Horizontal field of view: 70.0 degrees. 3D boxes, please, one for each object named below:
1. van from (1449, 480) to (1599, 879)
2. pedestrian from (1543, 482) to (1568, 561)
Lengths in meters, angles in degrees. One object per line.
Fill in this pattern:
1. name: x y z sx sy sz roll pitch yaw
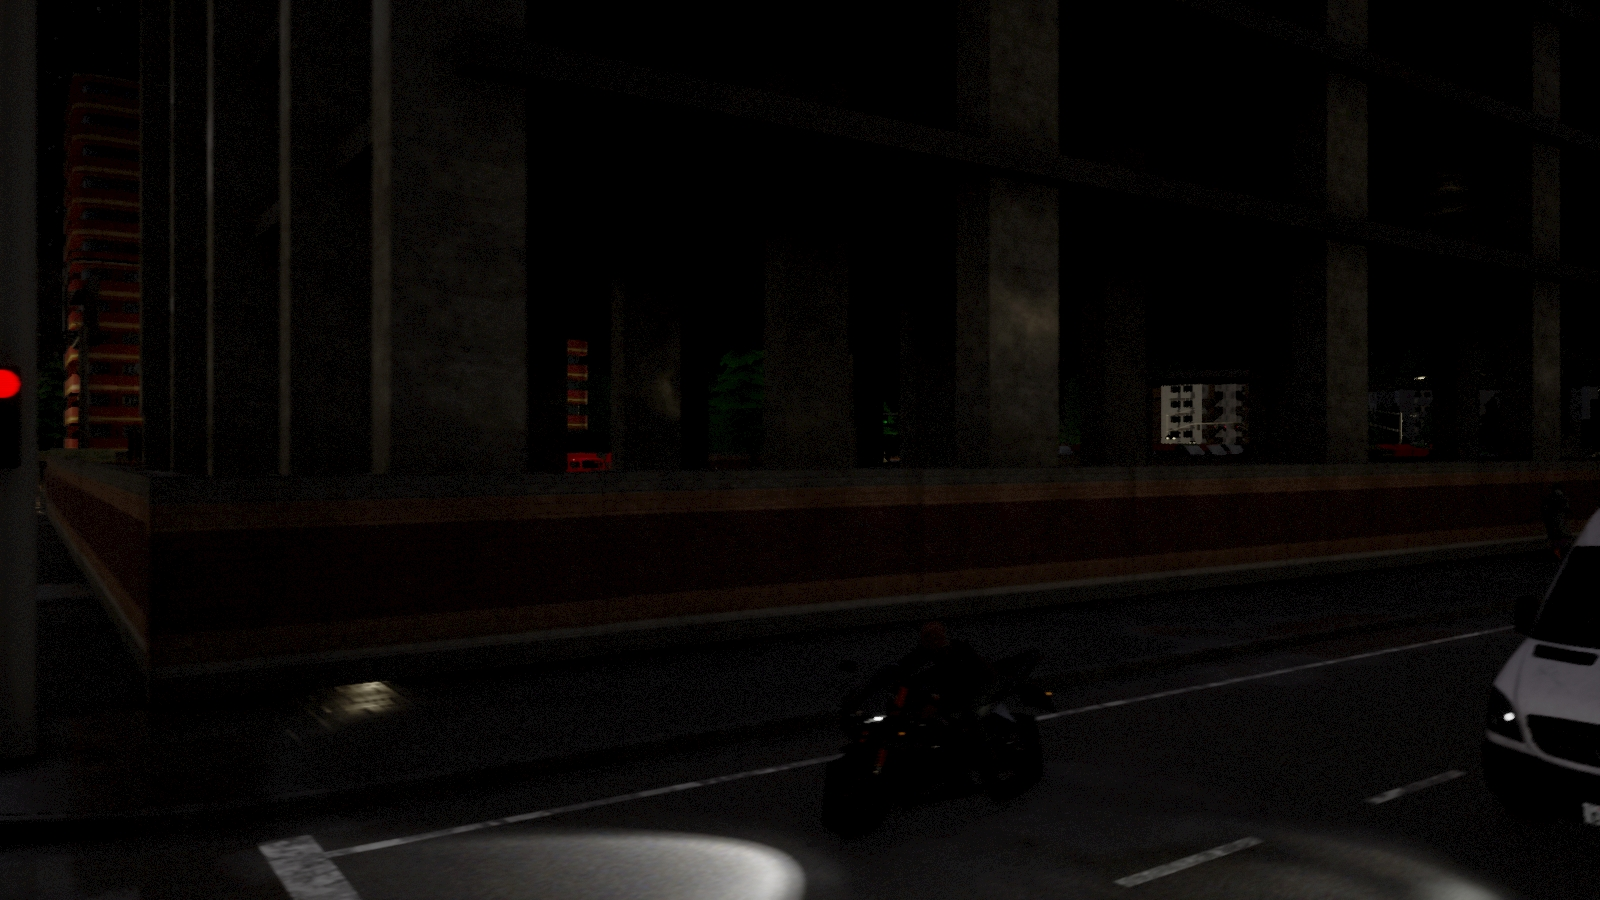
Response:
1. van: 7.692 1.536 9.168 5.915 2.561 1.988 0 0 -35
2. pedestrian: 18.006 1.699 27.228 0.375 1.860 0.375 0 0 -32
